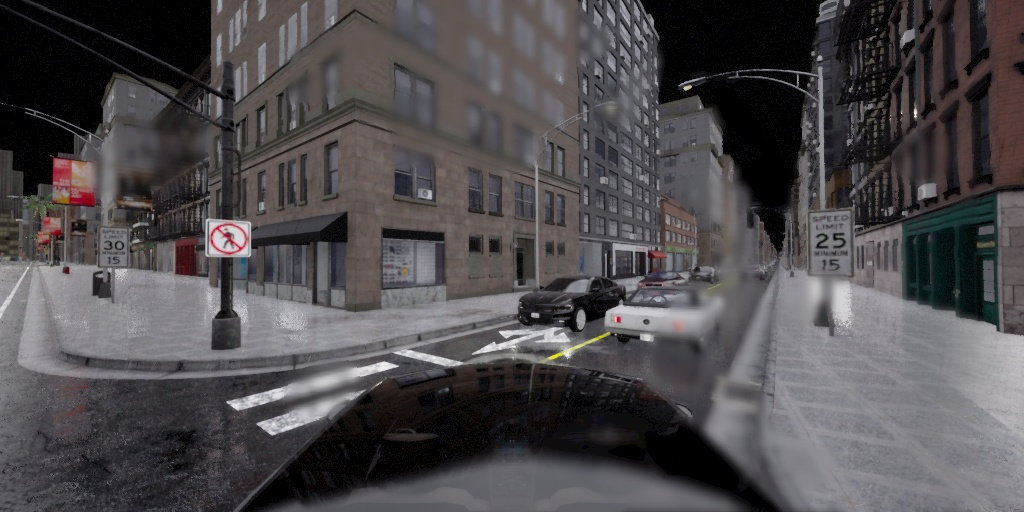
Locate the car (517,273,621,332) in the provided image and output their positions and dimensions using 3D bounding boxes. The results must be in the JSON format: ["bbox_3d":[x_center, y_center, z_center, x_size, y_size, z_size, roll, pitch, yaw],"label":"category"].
[{"bbox_3d":[2.123,1.351,11.680,1.882,1.535,5.008,-1,-1,37],"label":"car"}]

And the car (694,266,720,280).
[{"bbox_3d":[16.598,1.603,30.924,1.837,1.490,4.892,-1,-1,37],"label":"car"}]

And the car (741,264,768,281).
[{"bbox_3d":[23.557,1.625,34.965,2.128,1.511,4.902,-1,-1,37],"label":"car"}]

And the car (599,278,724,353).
[{"bbox_3d":[4.141,1.424,9.201,1.895,1.301,4.718,-1,-1,37],"label":"car"}]

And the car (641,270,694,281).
[{"bbox_3d":[8.508,1.537,20.159,1.994,1.385,4.181,-1,-1,38],"label":"car"}]

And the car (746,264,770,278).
[{"bbox_3d":[29.546,1.743,43.009,2.128,1.511,4.902,-1,-1,37],"label":"car"}]
